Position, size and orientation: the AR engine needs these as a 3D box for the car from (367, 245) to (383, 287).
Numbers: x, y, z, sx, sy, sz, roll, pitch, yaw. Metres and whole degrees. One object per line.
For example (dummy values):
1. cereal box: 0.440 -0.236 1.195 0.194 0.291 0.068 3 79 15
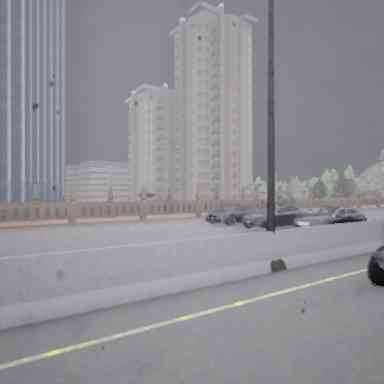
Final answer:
1. car: 6.142 1.564 8.128 4.181 1.385 1.994 0 0 -35

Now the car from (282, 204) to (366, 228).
1. car: 7.456 1.497 17.908 4.902 1.511 2.128 0 0 -35

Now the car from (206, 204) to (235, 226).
1. car: 2.998 1.568 23.327 4.181 1.385 1.994 0 0 -35

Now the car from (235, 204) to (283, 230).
1. car: 5.231 1.510 20.620 4.892 1.490 1.837 0 0 -35
